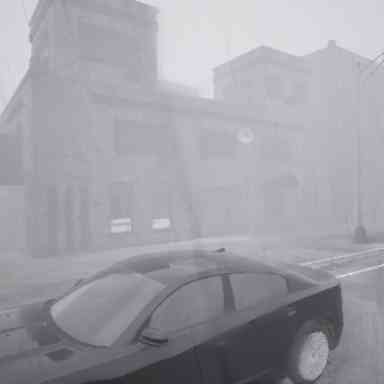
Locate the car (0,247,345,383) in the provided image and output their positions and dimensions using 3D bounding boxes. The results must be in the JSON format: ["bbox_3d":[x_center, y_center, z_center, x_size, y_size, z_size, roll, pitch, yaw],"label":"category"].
[{"bbox_3d":[-0.291,1.477,3.782,5.008,1.535,1.882,0,0,-35],"label":"car"}]
